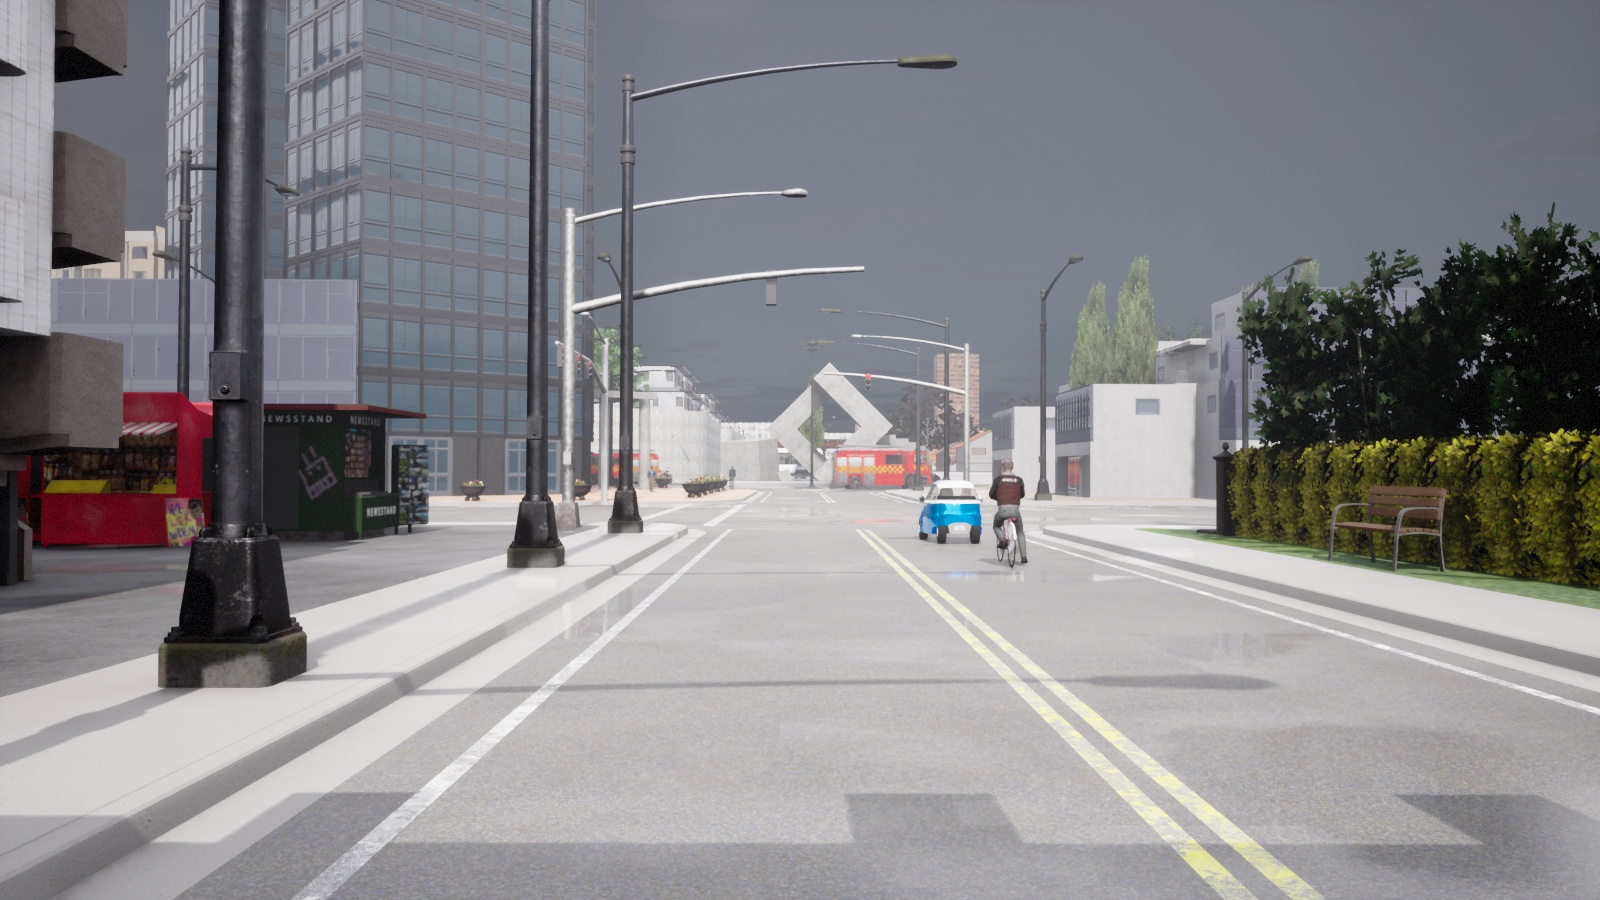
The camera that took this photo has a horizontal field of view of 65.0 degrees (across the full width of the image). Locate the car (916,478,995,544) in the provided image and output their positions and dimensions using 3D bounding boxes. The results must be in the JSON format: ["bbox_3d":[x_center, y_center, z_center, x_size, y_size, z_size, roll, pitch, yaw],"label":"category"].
[{"bbox_3d":[3.429,1.324,27.981,1.481,1.376,2.207,0,-1,0],"label":"car"}]

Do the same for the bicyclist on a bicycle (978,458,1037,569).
[{"bbox_3d":[3.446,1.023,21.000,0.659,1.776,1.843,0,-1,0],"label":"bicyclist on a bicycle"}]
